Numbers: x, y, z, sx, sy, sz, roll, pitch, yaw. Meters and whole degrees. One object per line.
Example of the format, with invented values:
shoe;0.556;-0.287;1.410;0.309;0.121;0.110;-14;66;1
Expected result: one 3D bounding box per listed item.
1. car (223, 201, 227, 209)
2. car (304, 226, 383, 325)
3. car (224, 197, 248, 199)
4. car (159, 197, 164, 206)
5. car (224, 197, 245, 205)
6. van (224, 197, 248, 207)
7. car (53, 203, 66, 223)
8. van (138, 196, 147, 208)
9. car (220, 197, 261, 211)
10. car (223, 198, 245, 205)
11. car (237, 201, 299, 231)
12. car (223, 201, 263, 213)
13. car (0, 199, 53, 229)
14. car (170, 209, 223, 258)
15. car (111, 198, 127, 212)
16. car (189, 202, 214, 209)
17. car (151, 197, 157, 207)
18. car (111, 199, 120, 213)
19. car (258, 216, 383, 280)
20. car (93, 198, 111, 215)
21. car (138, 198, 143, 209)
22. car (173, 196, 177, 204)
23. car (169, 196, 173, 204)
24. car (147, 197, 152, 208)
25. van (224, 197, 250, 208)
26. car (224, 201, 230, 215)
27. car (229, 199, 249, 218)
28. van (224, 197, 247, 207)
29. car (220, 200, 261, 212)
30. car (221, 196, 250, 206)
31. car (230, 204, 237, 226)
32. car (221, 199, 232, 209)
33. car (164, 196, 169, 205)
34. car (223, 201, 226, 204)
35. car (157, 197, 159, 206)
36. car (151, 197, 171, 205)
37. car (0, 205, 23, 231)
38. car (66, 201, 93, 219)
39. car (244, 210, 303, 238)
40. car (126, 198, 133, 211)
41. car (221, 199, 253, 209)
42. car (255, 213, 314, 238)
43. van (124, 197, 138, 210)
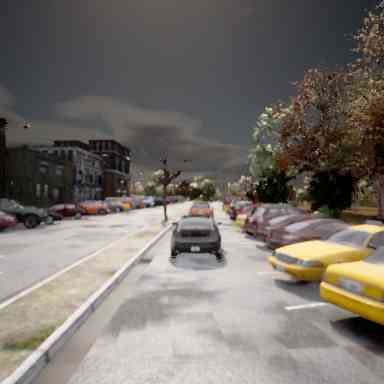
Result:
car;5.693;1.836;29.875;4.792;1.488;2.163;1;0;-16
car;5.037;1.553;6.279;5.366;1.575;1.946;1;-1;-19
car;6.541;1.808;41.707;4.553;1.767;2.185;1;-1;-15
car;-9.308;1.998;67.999;5.566;2.045;2.435;-1;0;-15
car;10.183;2.223;80.223;4.553;1.767;2.185;1;0;-15
van;8.634;1.961;65.372;4.442;1.987;1.878;1;0;-15
car;-12.793;1.780;25.963;5.008;1.535;2.097;-1;-1;-17
van;-10.311;1.891;56.077;4.442;1.987;1.878;-1;-1;-15
car;7.377;1.778;50.601;5.566;2.045;2.435;1;-1;-15
car;9.838;2.191;77.252;4.553;1.767;2.185;1;-1;-15
car;5.122;1.554;18.052;4.553;1.767;2.185;1;-1;-18
car;6.813;1.966;44.671;4.892;1.521;2.231;1;-1;-15
car;-12.916;1.494;22.960;5.566;2.045;2.435;-1;-1;-18
car;0.200;1.658;13.535;1.837;1.490;4.892;0;0;2
car;-11.525;1.985;44.041;5.008;1.535;2.097;-1;-1;-15
car;0.833;1.667;28.537;2.097;1.767;4.553;0;-1;4
car;-9.878;1.933;62.018;5.566;2.045;2.435;-1;0;-15
car;-11.754;1.952;41.031;4.892;1.521;2.231;-1;0;-15
car;4.736;1.579;9.114;5.366;1.575;1.946;1;0;-19
car;-11.981;1.791;38.021;4.553;1.767;2.185;-1;0;-16
car;-10.730;2.115;53.031;4.792;1.488;2.163;-1;0;-15
car;-7.253;2.479;88.965;5.008;1.535;2.097;-1;-1;-14
car;-8.111;2.129;79.994;5.566;2.045;2.435;-1;-1;-15
car;-10.137;2.151;59.035;5.008;1.535;2.097;-1;-1;-15
van;8.356;1.929;62.407;4.442;1.987;1.878;1;0;-15
car;5.546;1.775;26.934;5.008;1.535;2.097;1;-1;-17
car;5.434;1.619;23.982;4.553;1.767;2.185;1;0;-17
van;8.913;1.993;68.336;4.442;1.987;1.878;1;0;-15
car;6.901;1.992;47.576;5.366;1.575;1.946;1;0;-15
car;9.335;2.002;71.341;5.566;2.045;2.435;1;-1;-15
car;5.444;1.712;21.076;5.366;1.575;1.946;1;-1;-17
car;6.325;1.902;38.758;5.008;1.535;2.097;1;-1;-15
car;-8.686;2.063;74.008;5.566;2.045;2.435;-1;-1;-15
car;5.940;1.869;32.859;4.792;1.488;2.163;1;-1;-16
car;-9.567;2.217;65.018;5.008;1.535;2.097;-1;-1;-15
car;-7.811;2.288;82.974;4.553;1.767;2.185;-1;0;-14
car;-13.065;1.751;19.921;4.674;1.452;2.002;-1;0;-18
car;-12.426;1.849;31.989;5.008;1.535;2.097;-1;0;-17
car;5.048;1.689;15.099;4.674;1.452;2.002;1;-1;-18
car;-11.431;2.018;46.988;5.366;1.575;1.946;-1;0;-15
car;8.004;2.119;59.426;5.366;1.575;1.946;1;0;-15
car;4.969;1.657;12.139;4.674;1.452;2.002;1;-1;-18
van;-10.872;1.825;50.079;4.442;1.987;1.878;-1;-1;-15
